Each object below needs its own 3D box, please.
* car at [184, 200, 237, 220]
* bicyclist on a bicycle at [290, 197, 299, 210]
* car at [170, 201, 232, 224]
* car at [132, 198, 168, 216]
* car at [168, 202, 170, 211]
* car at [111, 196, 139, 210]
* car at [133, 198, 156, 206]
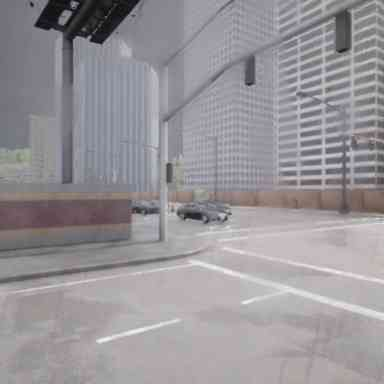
[{"bbox_3d":[1.577,1.538,29.972,2.128,1.511,4.902,0,0,-35],"label":"car"},{"bbox_3d":[12.321,1.383,39.867,1.656,1.620,0.582,0,0,-35],"label":"bicyclist on a bicycle"},{"bbox_3d":[0.733,1.529,25.098,2.128,1.511,4.902,0,0,-35],"label":"car"},{"bbox_3d":[-4.740,1.515,32.856,1.882,1.535,5.008,0,0,-35],"label":"car"},{"bbox_3d":[-3.708,1.572,37.474,1.812,1.442,4.674,0,0,-35],"label":"car"},{"bbox_3d":[-9.249,1.399,45.347,2.097,1.767,4.553,0,0,-35],"label":"car"},{"bbox_3d":[-8.059,1.665,56.115,1.895,1.301,4.718,0,0,-35],"label":"car"}]
